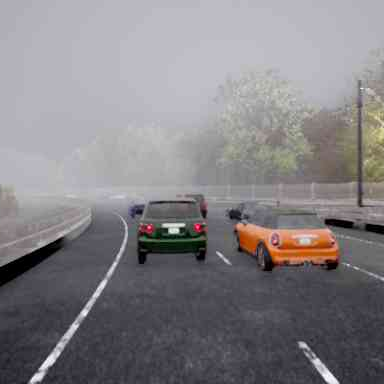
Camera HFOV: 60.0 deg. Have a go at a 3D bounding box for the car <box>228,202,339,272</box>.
[{"bbox_3d":[2.769,1.309,10.852,2.097,1.767,4.553,0,0,-5],"label":"car"}]

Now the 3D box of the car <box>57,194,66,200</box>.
[{"bbox_3d":[-34.583,1.262,86.553,4.674,1.442,1.812,0,0,40],"label":"car"}]

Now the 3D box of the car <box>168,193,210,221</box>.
[{"bbox_3d":[-0.391,1.138,27.569,2.150,2.045,5.566,0,0,-15],"label":"car"}]

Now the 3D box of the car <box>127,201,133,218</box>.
[{"bbox_3d":[-4.651,1.401,29.649,1.882,1.535,5.008,0,0,-17],"label":"car"}]

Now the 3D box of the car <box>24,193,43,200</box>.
[{"bbox_3d":[-39.027,1.106,81.126,4.553,1.767,2.097,0,0,39],"label":"car"}]

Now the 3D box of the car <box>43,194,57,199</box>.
[{"bbox_3d":[-36.823,1.257,83.845,4.674,1.442,1.812,0,0,39],"label":"car"}]

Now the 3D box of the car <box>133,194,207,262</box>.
[{"bbox_3d":[-0.843,1.187,12.141,2.150,2.045,5.566,0,0,-7],"label":"car"}]

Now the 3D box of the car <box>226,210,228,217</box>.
[{"bbox_3d":[4.049,1.460,24.100,2.033,1.411,5.357,0,0,-12],"label":"car"}]
